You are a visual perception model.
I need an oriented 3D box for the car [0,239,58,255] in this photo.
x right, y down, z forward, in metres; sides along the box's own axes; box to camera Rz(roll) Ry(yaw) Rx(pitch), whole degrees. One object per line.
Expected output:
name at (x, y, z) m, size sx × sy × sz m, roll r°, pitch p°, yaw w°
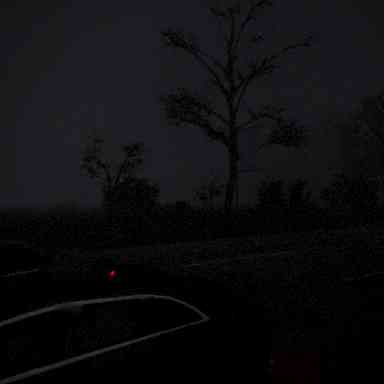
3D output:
car at (-3.891, 1.530, 5.424) m, size 5.357 × 1.411 × 2.033 m, roll 0°, pitch 0°, yaw -35°

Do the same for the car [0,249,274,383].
car at (-1.464, 1.483, 2.790) m, size 4.902 × 1.511 × 2.128 m, roll 0°, pitch 0°, yaw -34°
